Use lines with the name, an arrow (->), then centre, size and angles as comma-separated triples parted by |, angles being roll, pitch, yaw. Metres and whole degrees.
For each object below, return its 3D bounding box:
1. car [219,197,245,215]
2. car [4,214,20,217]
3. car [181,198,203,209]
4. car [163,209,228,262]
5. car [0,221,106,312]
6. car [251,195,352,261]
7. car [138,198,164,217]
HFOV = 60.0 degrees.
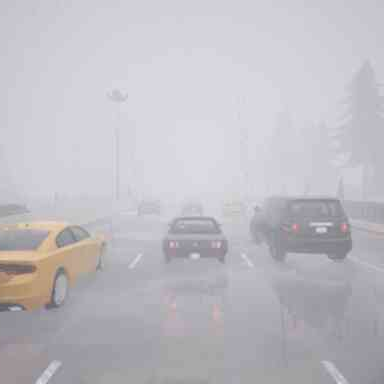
car -> 3.524, 1.231, 29.949 | 1.882, 1.535, 5.008 | 0, 0, -1
car -> -10.618, 1.357, 18.032 | 1.837, 1.490, 4.892 | 0, 0, 0
car -> 0.022, 1.284, 29.424 | 1.812, 1.442, 4.674 | 0, 0, -1
car -> 0.094, 1.504, 11.641 | 1.895, 1.301, 4.718 | 0, 0, 0
car -> -3.408, 1.414, 7.713 | 1.882, 1.535, 5.008 | 0, 0, 0
car -> 3.595, 1.123, 11.926 | 2.150, 2.045, 5.566 | 0, 1, 0
car -> -3.447, 1.258, 28.376 | 2.128, 1.511, 4.902 | 0, 0, -1
